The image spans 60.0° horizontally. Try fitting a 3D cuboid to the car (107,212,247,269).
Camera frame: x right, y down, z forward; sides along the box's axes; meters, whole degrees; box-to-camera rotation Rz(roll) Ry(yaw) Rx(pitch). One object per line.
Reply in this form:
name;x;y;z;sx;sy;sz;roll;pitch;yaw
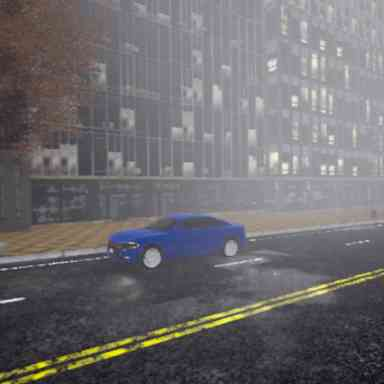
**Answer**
car;-0.362;1.484;11.356;5.008;1.535;1.882;0;0;-35
